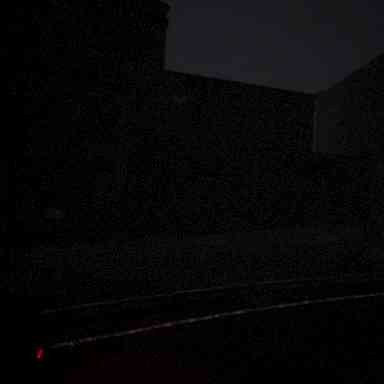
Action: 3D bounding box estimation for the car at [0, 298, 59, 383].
[{"bbox_3d":[-3.279,1.429,1.629,4.902,1.511,2.128,1,1,-35],"label":"car"}]
